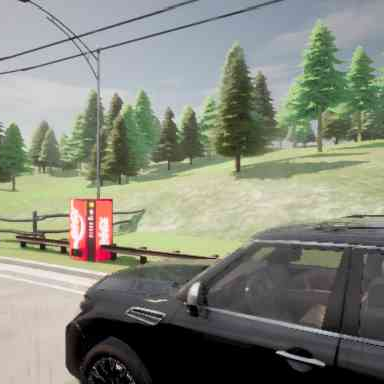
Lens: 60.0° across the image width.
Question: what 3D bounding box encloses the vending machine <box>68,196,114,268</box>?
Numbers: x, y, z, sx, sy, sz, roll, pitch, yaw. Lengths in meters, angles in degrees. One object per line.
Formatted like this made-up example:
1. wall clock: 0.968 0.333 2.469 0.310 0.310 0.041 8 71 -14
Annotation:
1. vending machine: -3.180 1.195 10.516 0.880 2.100 1.100 0 0 30

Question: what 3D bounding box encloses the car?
1. car: 1.334 1.223 2.820 5.566 2.045 2.150 0 0 34
